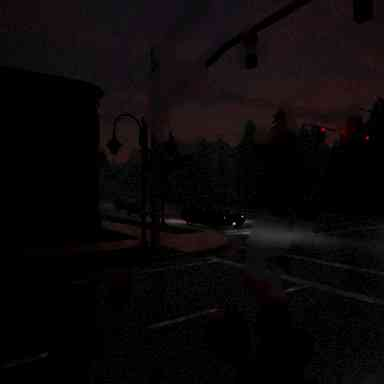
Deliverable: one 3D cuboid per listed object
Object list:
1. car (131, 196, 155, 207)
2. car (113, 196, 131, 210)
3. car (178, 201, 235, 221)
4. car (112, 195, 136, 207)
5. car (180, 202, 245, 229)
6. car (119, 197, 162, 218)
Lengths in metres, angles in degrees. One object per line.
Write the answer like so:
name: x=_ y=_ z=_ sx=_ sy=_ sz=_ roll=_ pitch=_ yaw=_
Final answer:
car: x=-7.997 y=1.504 z=53.761 sx=1.837 sy=1.490 sz=4.892 roll=0 pitch=0 yaw=-35
car: x=-7.538 y=1.477 z=40.703 sx=1.882 sy=1.535 sz=5.008 roll=0 pitch=0 yaw=-35
car: x=1.084 y=1.547 z=28.264 sx=2.033 sy=1.411 sz=5.357 roll=0 pitch=0 yaw=-35
car: x=-10.561 y=1.351 z=51.316 sx=2.097 sy=1.767 sz=4.553 roll=0 pitch=0 yaw=-35
car: x=1.287 y=1.600 z=21.875 sx=1.895 sy=1.301 sz=4.718 roll=0 pitch=0 yaw=-35
car: x=-4.327 y=1.490 z=29.905 sx=2.128 sy=1.511 sz=4.902 roll=0 pitch=0 yaw=-35
